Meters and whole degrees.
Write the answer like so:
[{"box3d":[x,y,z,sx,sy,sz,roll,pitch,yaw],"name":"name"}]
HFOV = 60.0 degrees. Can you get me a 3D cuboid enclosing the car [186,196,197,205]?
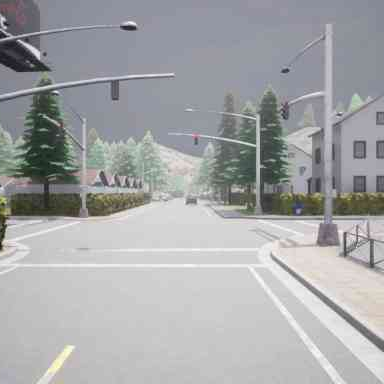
[{"box3d":[-0.091,1.505,59.254,1.837,1.490,4.892,0,0,0],"name":"car"}]
